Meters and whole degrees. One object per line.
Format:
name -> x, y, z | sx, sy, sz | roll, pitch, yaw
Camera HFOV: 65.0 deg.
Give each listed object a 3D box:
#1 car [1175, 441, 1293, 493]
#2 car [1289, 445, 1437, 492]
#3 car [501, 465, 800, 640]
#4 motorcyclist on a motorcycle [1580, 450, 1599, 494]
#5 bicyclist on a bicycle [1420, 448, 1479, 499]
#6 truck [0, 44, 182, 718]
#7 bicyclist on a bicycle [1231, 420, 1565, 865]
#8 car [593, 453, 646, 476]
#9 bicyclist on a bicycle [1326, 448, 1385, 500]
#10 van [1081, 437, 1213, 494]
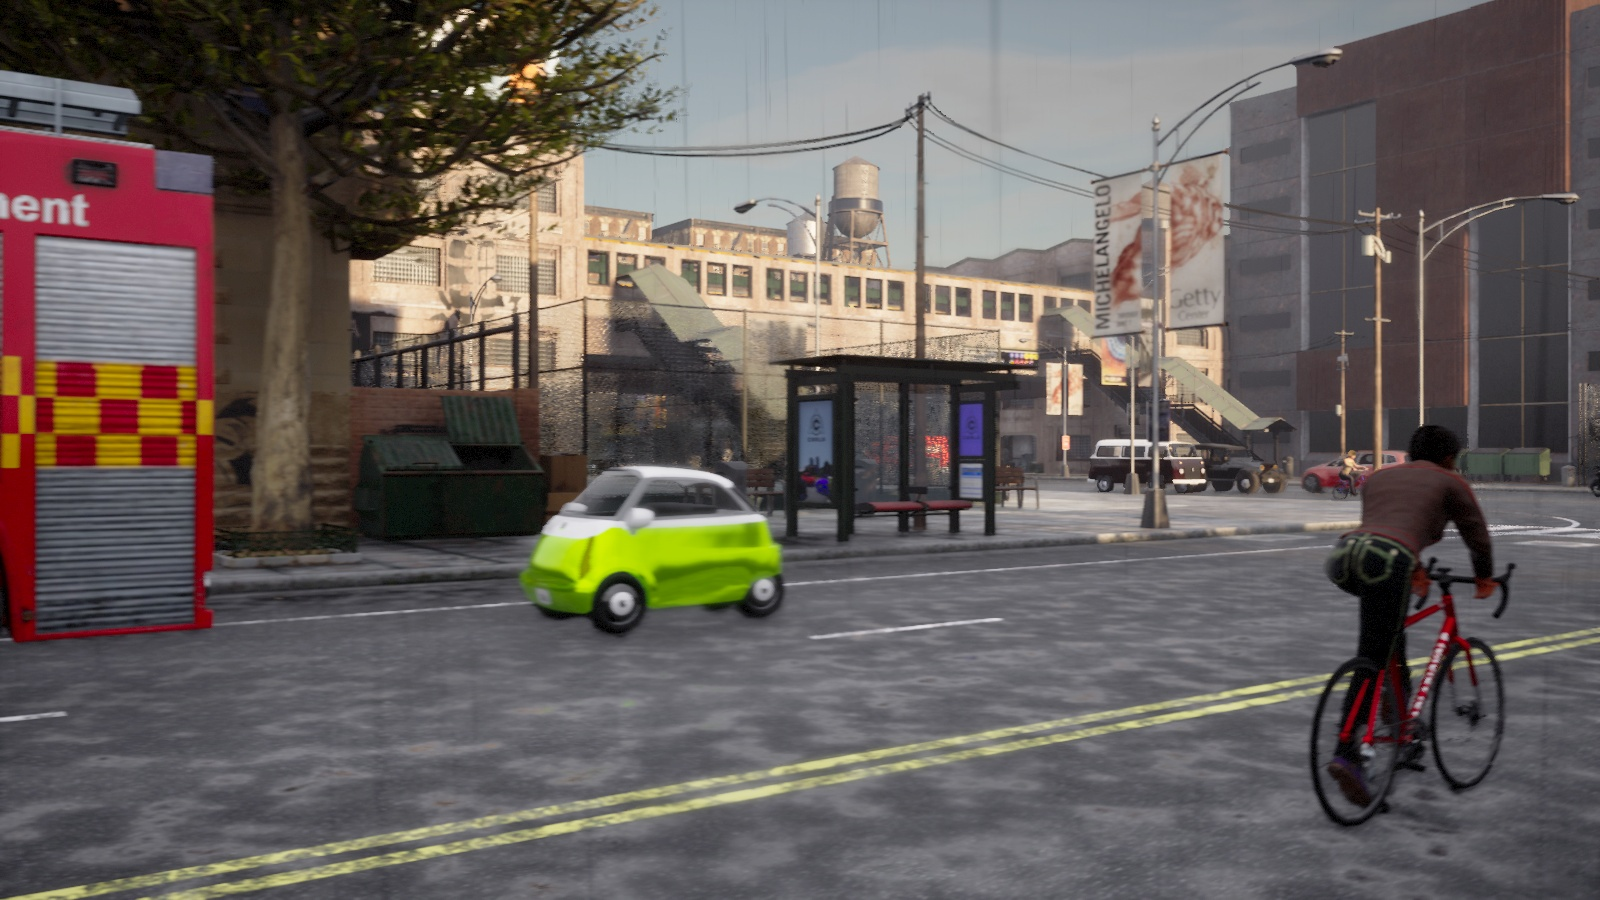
car -> 16.513, 0.624, 47.934 | 1.905, 1.878, 3.866 | 0, 0, -34
car -> 21.153, 0.660, 47.345 | 2.242, 1.667, 4.611 | 0, 0, -34
car -> -1.334, 0.830, 11.205 | 2.207, 1.376, 1.481 | 0, 0, -34
motorcyclist on a motorcycle -> 28.177, 0.773, 43.266 | 0.797, 1.523, 2.044 | 0, 0, -34
bicyclist on a bicycle -> 21.217, 0.753, 41.046 | 0.582, 1.620, 1.656 | 0, 0, -34
truck -> -8.076, -0.387, 6.433 | 8.468, 3.827, 2.891 | 0, 0, -35
bicyclist on a bicycle -> 2.563, 0.705, 5.303 | 1.656, 1.620, 0.582 | 0, 0, -38
car -> -12.072, 0.941, 83.813 | 1.970, 1.475, 3.806 | 0, 0, -34
bicyclist on a bicycle -> 17.693, 0.742, 40.010 | 0.866, 1.612, 1.509 | 0, 0, -34
van -> 12.916, 0.556, 46.995 | 2.069, 2.038, 4.480 | 0, 0, -34
